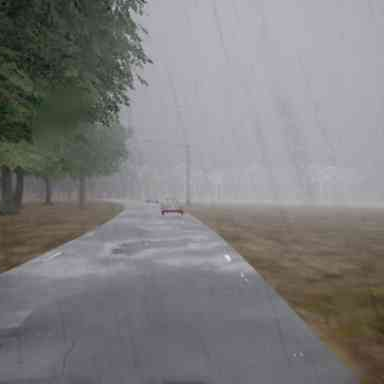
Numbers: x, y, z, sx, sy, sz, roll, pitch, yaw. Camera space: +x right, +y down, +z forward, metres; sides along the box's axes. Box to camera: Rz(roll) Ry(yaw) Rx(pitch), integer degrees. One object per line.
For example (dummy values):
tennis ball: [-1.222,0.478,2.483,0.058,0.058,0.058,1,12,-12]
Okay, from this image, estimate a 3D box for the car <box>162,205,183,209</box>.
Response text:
car: [-1.794,1.263,29.521,1.994,1.385,4.181,0,0,-6]
